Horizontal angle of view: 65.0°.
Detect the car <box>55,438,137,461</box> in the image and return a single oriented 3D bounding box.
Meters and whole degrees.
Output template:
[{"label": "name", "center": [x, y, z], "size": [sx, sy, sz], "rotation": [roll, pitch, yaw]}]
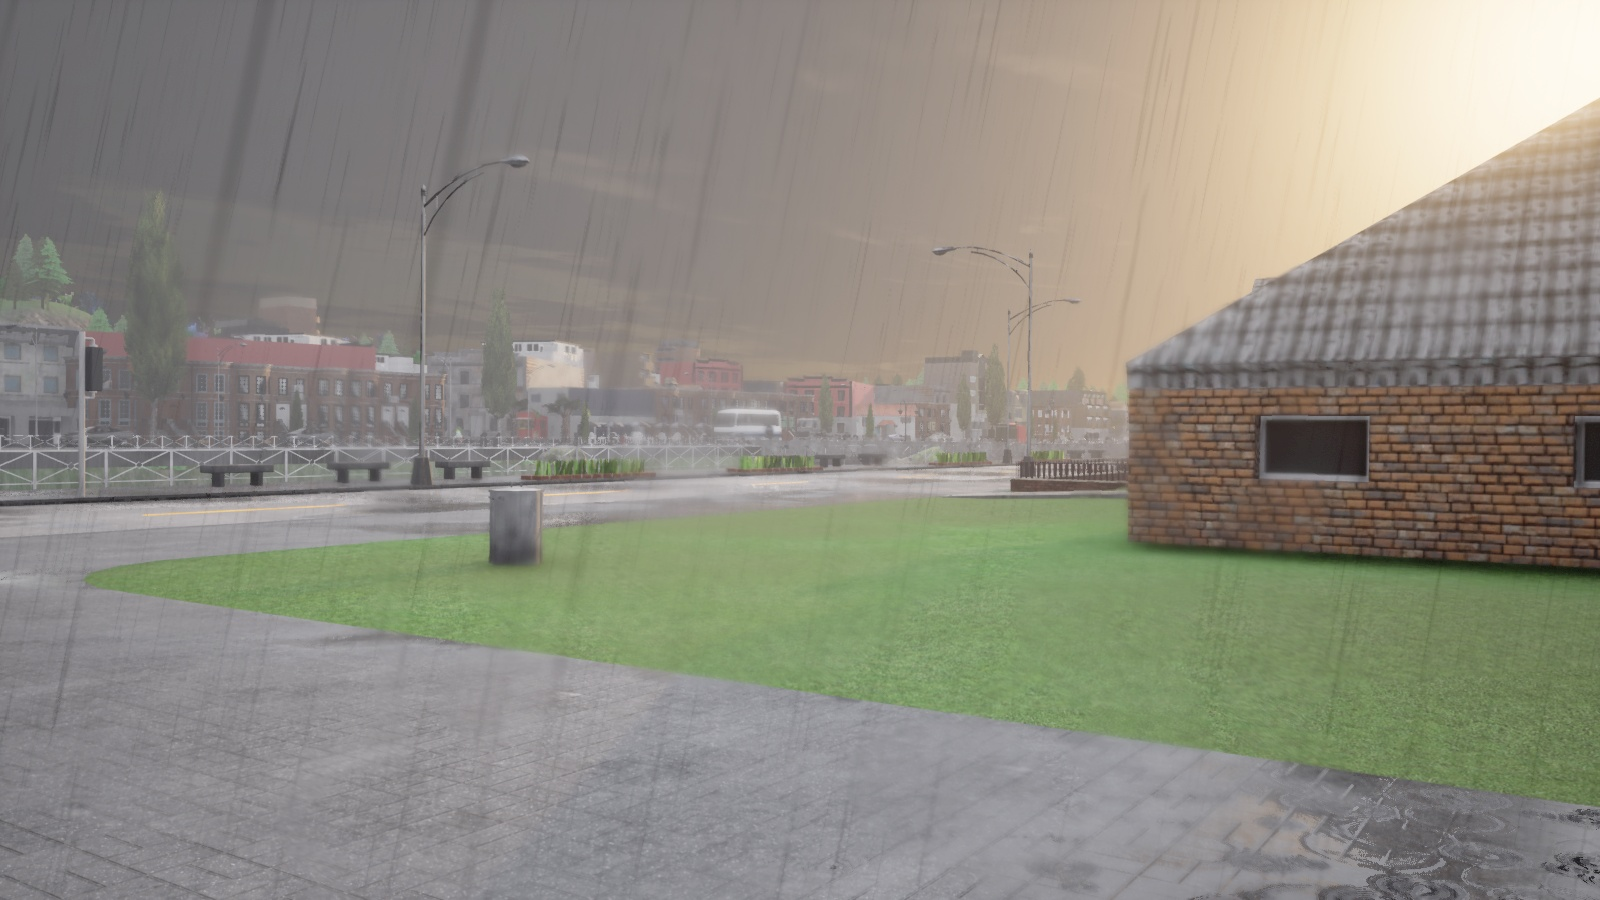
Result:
[{"label": "car", "center": [-48.591, -0.066, 86.715], "size": [2.007, 1.525, 4.514], "rotation": [0, 1, 34]}]
